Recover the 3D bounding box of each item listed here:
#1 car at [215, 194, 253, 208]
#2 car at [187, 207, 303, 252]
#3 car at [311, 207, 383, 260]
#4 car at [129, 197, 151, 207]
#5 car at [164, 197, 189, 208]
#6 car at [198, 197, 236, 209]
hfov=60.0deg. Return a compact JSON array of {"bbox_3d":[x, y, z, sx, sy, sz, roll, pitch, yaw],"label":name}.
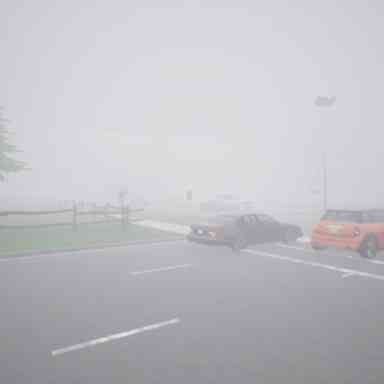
[{"bbox_3d":[4.825,1.245,40.097,2.150,2.045,5.566,0,0,-36],"label":"car"},{"bbox_3d":[2.358,1.556,14.033,5.357,1.411,2.033,0,0,-35],"label":"car"},{"bbox_3d":[6.656,1.363,12.798,4.553,1.767,2.097,0,0,-36],"label":"car"},{"bbox_3d":[-8.358,1.528,52.908,1.837,1.490,4.892,0,-1,-35],"label":"car"},{"bbox_3d":[-2.346,1.502,50.361,1.882,1.535,5.008,0,1,-35],"label":"car"},{"bbox_3d":[2.524,1.584,37.290,1.994,1.385,4.181,0,0,-35],"label":"car"}]
